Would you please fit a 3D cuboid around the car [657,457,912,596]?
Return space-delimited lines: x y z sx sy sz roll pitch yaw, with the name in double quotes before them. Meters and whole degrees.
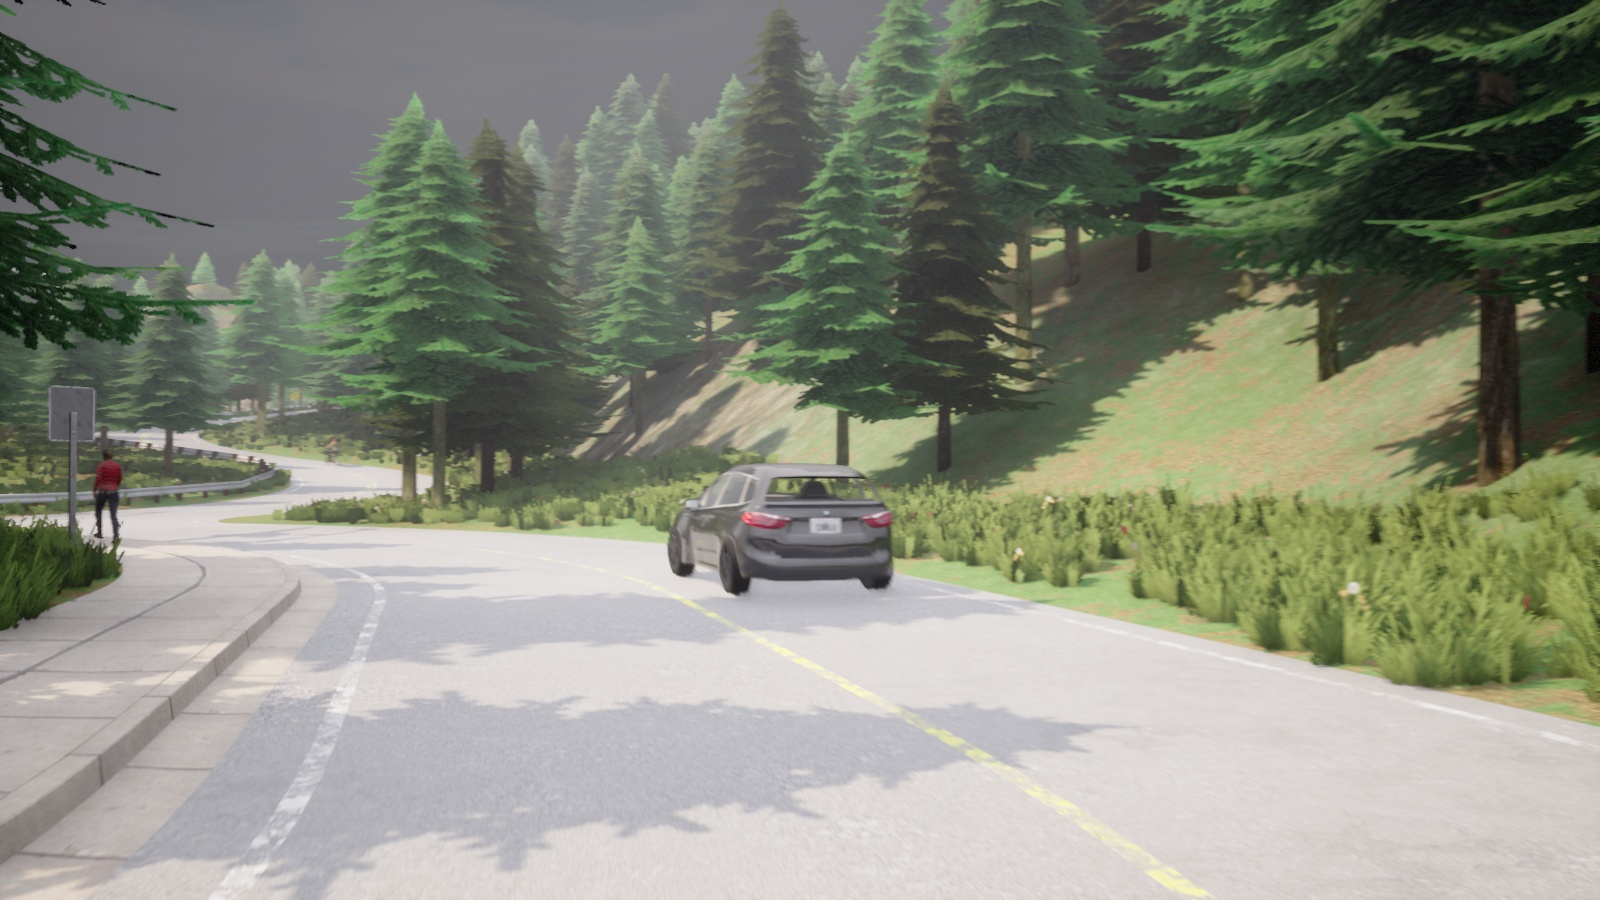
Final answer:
"car" -0.403 0.956 17.563 2.242 1.667 4.611 0 -1 -19

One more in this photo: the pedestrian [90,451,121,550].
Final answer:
"pedestrian" -13.243 0.953 23.936 0.636 1.846 0.331 -1 -1 43
